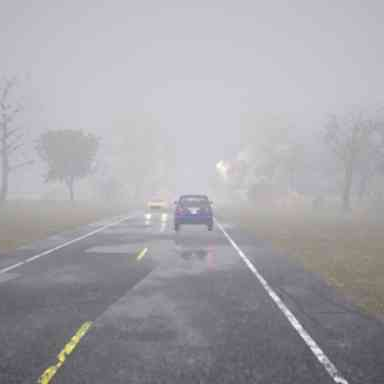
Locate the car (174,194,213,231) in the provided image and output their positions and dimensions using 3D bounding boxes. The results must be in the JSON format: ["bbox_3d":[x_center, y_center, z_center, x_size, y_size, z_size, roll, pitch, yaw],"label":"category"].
[{"bbox_3d":[0.094,1.123,20.062,2.150,2.045,5.566,0,0,0],"label":"car"}]

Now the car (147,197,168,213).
[{"bbox_3d":[-3.512,1.310,34.476,1.882,1.535,5.008,0,0,0],"label":"car"}]

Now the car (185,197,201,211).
[{"bbox_3d":[0.088,1.339,39.039,1.812,1.442,4.674,0,0,0],"label":"car"}]
